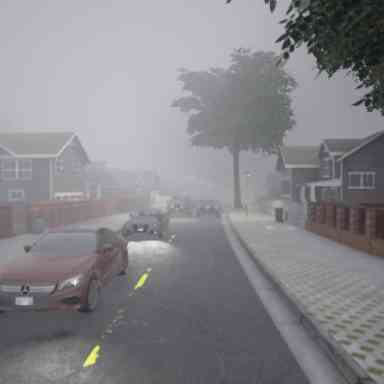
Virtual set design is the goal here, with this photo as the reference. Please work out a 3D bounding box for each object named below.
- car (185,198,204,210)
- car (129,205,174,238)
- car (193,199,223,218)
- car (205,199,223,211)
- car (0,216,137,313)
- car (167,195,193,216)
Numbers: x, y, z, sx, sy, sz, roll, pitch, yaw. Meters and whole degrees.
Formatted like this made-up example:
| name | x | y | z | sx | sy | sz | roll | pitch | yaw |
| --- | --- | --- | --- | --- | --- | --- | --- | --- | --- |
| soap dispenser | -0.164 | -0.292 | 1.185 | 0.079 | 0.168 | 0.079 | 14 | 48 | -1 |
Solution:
| name | x | y | z | sx | sy | sz | roll | pitch | yaw |
| --- | --- | --- | --- | --- | --- | --- | --- | --- | --- |
| car | 0.461 | 1.662 | 46.648 | 2.033 | 1.411 | 5.357 | 0 | 0 | 8 |
| car | -2.329 | 1.596 | 17.775 | 1.994 | 1.385 | 4.181 | 0 | 0 | 3 |
| car | 1.557 | 1.417 | 31.297 | 2.097 | 1.767 | 4.553 | 0 | 0 | 6 |
| car | 3.001 | 1.653 | 44.327 | 2.033 | 1.411 | 5.357 | 0 | 0 | 8 |
| car | -2.709 | 1.540 | 7.809 | 1.812 | 1.442 | 4.674 | 0 | 0 | 1 |
| car | -1.119 | 1.290 | 33.384 | 2.150 | 2.045 | 5.566 | 0 | 0 | 6 |
